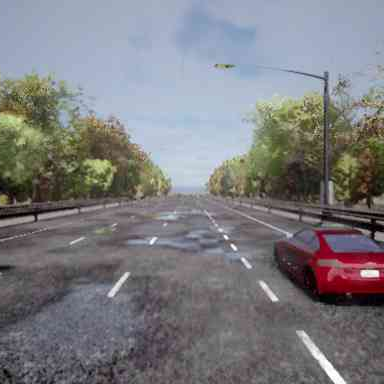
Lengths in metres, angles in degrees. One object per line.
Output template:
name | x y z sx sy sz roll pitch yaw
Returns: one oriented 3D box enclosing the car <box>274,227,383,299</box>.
car | 3.477 1.565 8.518 1.994 1.385 4.181 0 0 0
